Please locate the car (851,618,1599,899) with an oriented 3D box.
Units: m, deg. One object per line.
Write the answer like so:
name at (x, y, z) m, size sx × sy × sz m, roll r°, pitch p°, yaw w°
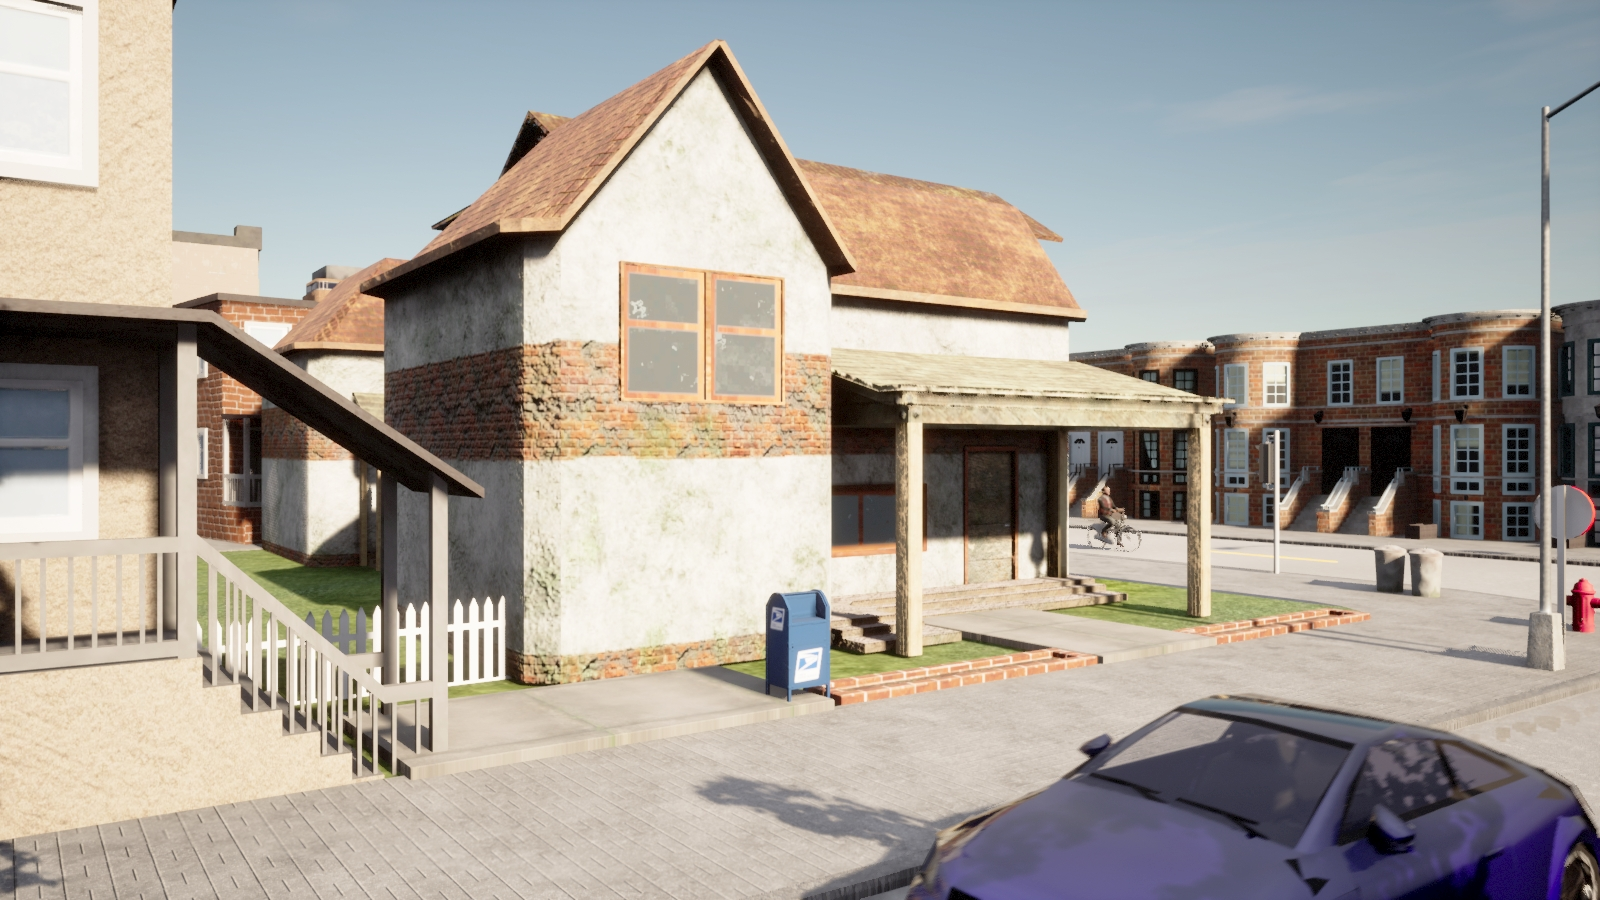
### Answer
car at (2.546, 1.896, 6.179) m, size 4.181 × 1.385 × 1.994 m, roll 0°, pitch 0°, yaw -35°
